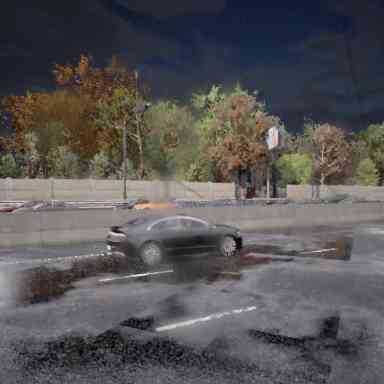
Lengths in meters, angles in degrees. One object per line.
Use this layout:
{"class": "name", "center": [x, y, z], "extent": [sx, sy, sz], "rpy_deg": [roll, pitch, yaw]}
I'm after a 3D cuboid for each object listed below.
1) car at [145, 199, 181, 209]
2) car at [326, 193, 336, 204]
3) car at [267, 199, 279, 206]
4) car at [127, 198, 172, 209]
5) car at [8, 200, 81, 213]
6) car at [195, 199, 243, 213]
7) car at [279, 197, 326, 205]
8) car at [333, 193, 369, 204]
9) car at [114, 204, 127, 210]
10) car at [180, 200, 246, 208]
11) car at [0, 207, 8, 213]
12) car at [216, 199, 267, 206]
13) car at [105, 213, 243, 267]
{"class": "car", "center": [-0.855, 1.547, 27.680], "extent": [5.357, 1.411, 2.033], "rpy_deg": [0, 0, -30]}
{"class": "car", "center": [20.919, 1.228, 48.582], "extent": [5.566, 2.045, 2.150], "rpy_deg": [0, 0, -30]}
{"class": "car", "center": [12.001, 1.549, 43.350], "extent": [5.357, 1.411, 2.033], "rpy_deg": [0, 0, -30]}
{"class": "car", "center": [-3.192, 1.352, 30.371], "extent": [4.553, 1.767, 2.097], "rpy_deg": [0, 0, -30]}
{"class": "car", "center": [-11.169, 1.492, 25.687], "extent": [4.902, 1.511, 2.128], "rpy_deg": [0, 0, -30]}
{"class": "car", "center": [3.128, 1.548, 38.148], "extent": [5.357, 1.411, 2.033], "rpy_deg": [0, 0, -30]}
{"class": "car", "center": [13.388, 1.493, 40.107], "extent": [4.902, 1.511, 2.128], "rpy_deg": [0, 0, -30]}
{"class": "car", "center": [21.899, 1.358, 45.103], "extent": [4.553, 1.767, 2.097], "rpy_deg": [0, 0, -30]}
{"class": "car", "center": [-5.301, 1.505, 33.188], "extent": [4.892, 1.490, 1.837], "rpy_deg": [0, 0, -30]}
{"class": "car", "center": [1.608, 1.563, 25.073], "extent": [4.181, 1.385, 1.994], "rpy_deg": [0, 0, -30]}
{"class": "car", "center": [-13.666, 1.478, 28.282], "extent": [5.008, 1.535, 1.882], "rpy_deg": [0, 0, -30]}
{"class": "car", "center": [4.991, 1.548, 35.177], "extent": [5.357, 1.411, 2.033], "rpy_deg": [0, 0, -31]}
{"class": "car", "center": [-0.477, 1.491, 11.441], "extent": [4.902, 1.511, 2.128], "rpy_deg": [0, 0, -30]}
